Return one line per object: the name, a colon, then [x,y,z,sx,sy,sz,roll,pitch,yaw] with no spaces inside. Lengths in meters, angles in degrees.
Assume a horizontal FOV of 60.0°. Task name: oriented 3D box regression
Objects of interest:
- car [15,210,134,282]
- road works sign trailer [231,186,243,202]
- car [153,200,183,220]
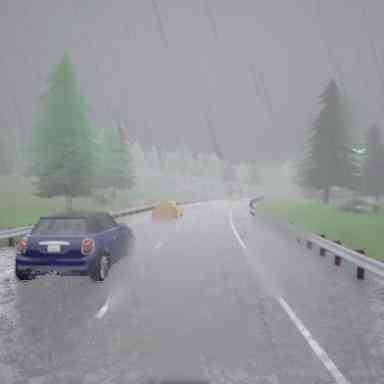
car: [-3.149,1.333,9.889,2.097,1.767,4.553,0,0,2]
road works sign trailer: [9.912,0.369,73.471,2.380,3.560,2.880,0,0,16]
car: [-1.931,1.434,27.657,1.882,1.535,5.008,0,0,6]
